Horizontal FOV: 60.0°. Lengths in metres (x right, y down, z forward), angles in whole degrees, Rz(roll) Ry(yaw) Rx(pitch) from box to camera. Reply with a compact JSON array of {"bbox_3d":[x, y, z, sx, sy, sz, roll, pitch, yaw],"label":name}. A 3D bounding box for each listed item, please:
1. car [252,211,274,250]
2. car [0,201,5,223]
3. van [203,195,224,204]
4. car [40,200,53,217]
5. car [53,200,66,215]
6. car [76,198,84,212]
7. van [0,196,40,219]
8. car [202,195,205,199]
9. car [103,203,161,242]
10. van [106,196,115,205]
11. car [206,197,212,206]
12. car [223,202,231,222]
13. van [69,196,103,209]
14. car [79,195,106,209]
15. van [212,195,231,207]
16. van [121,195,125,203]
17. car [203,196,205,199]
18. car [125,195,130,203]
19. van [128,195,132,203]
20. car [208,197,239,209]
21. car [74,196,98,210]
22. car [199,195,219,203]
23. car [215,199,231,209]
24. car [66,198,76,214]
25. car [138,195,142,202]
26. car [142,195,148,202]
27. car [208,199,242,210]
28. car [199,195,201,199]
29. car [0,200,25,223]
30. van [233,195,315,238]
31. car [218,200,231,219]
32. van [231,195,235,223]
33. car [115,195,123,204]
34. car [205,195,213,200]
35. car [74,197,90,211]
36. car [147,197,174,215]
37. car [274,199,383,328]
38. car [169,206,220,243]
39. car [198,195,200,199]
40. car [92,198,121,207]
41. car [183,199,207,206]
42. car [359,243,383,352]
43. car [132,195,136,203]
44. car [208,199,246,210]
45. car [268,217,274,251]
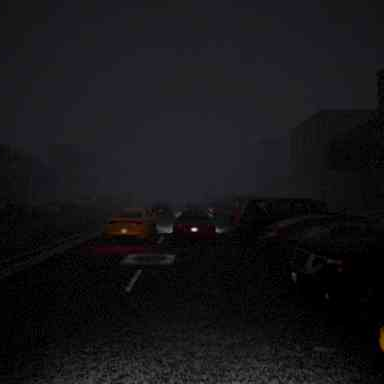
[{"bbox_3d":[4.712,1.546,11.708,4.674,1.452,2.002,0,0,0],"label":"car"},{"bbox_3d":[-15.462,1.555,21.673,4.892,1.521,2.231,0,0,0],"label":"car"},{"bbox_3d":[4.853,1.752,75.626,4.442,1.987,1.878,0,-1,0],"label":"van"},{"bbox_3d":[-15.469,1.639,29.943,4.674,1.452,2.002,0,0,0],"label":"car"},{"bbox_3d":[-15.658,1.614,32.701,5.366,1.575,1.946,0,0,0],"label":"car"},{"bbox_3d":[-15.505,1.685,38.215,4.792,1.488,2.163,0,0,0],"label":"car"},{"bbox_3d":[-15.353,1.358,27.312,4.442,1.987,1.878,0,0,0],"label":"van"},{"bbox_3d":[4.726,1.810,58.947,5.008,1.535,2.097,0,-1,0],"label":"car"},{"bbox_3d":[-2.900,1.520,16.696,1.882,1.535,5.008,0,0,0],"label":"car"},{"bbox_3d":[-15.600,1.570,54.758,4.442,1.987,1.878,0,-1,0],"label":"van"},{"bbox_3d":[4.537,1.623,36.718,5.366,1.575,1.946,0,0,0],"label":"car"},{"bbox_3d":[4.716,1.588,22.948,4.674,1.452,2.002,0,0,0],"label":"car"},{"bbox_3d":[-15.597,1.520,49.245,4.442,1.987,1.878,0,-1,0],"label":"van"},{"bbox_3d":[-15.507,1.469,46.487,5.566,2.045,2.435,0,0,0],"label":"car"},{"bbox_3d":[4.605,1.382,33.940,4.442,1.987,1.878,0,0,0],"label":"van"},{"bbox_3d":[-15.603,1.654,63.030,4.442,1.987,1.878,0,-1,0],"label":"van"},{"bbox_3d":[4.735,1.784,56.170,4.892,1.521,2.231,0,-1,0],"label":"car"},{"bbox_3d":[-15.493,1.909,65.786,5.008,1.535,2.097,0,-1,0],"label":"car"},{"bbox_3d":[-15.373,1.713,68.546,4.442,1.987,1.878,0,-1,0],"label":"van"},{"bbox_3d":[4.696,1.607,50.613,4.553,1.767,2.185,0,0,0],"label":"car"},{"bbox_3d":[-15.483,1.698,43.730,5.008,1.535,2.097,0,0,0],"label":"car"},{"bbox_3d":[4.713,1.885,92.304,5.566,2.045,2.435,0,-1,0],"label":"car"},{"bbox_3d":[4.714,1.577,28.381,4.892,1.521,2.231,0,0,0],"label":"car"},{"bbox_3d":[-15.468,1.637,35.457,4.892,1.521,2.231,0,0,0],"label":"car"},{"bbox_3d":[-15.523,1.802,79.578,5.566,2.045,2.435,0,-1,0],"label":"car"},{"bbox_3d":[-15.471,2.207,93.363,4.792,1.488,2.163,0,0,0],"label":"car"},{"bbox_3d":[4.724,1.749,47.833,4.674,1.452,2.002,0,-1,0],"label":"car"},{"bbox_3d":[4.731,2.006,78.404,4.892,1.521,2.231,0,-1,0],"label":"car"},{"bbox_3d":[-15.463,1.569,24.429,4.892,1.521,2.231,0,0,0],"label":"car"},{"bbox_3d":[4.600,1.298,17.268,4.442,1.987,1.878,0,0,0],"label":"van"},{"bbox_3d":[4.689,1.590,25.603,4.792,1.488,2.163,0,0,0],"label":"car"},{"bbox_3d":[4.834,1.310,20.045,4.442,1.987,1.878,0,0,0],"label":"van"},{"bbox_3d":[-15.299,1.821,57.514,5.366,1.575,1.946,0,-1,0],"label":"car"},{"bbox_3d":[4.695,1.393,39.498,5.566,2.045,2.435,0,0,0],"label":"car"},{"bbox_3d":[-15.479,1.716,40.971,4.674,1.452,2.002,0,0,0],"label":"car"},{"bbox_3d":[-2.893,1.599,32.861,1.882,1.535,5.008,0,0,0],"label":"car"},{"bbox_3d":[4.684,1.241,6.275,5.566,2.045,2.435,0,0,0],"label":"car"},{"bbox_3d":[0.099,1.605,16.392,1.994,1.385,4.181,0,0,0],"label":"car"},{"bbox_3d":[4.711,2.140,89.521,4.792,1.488,2.163,0,-1,0],"label":"car"},{"bbox_3d":[-15.483,1.892,60.271,4.674,1.452,2.002,0,-1,0],"label":"car"},{"bbox_3d":[0.105,1.679,31.771,1.994,1.385,4.181,0,0,0],"label":"car"},{"bbox_3d":[4.897,1.483,3.370,5.366,1.575,1.946,0,0,0],"label":"car"},{"bbox_3d":[-15.519,1.717,71.304,5.566,2.045,2.435,0,-1,0],"label":"car"},{"bbox_3d":[4.720,1.688,45.054,4.892,1.521,2.231,0,0,0],"label":"car"},{"bbox_3d":[4.710,1.538,8.993,4.674,1.452,2.002,0,0,0],"label":"car"}]
